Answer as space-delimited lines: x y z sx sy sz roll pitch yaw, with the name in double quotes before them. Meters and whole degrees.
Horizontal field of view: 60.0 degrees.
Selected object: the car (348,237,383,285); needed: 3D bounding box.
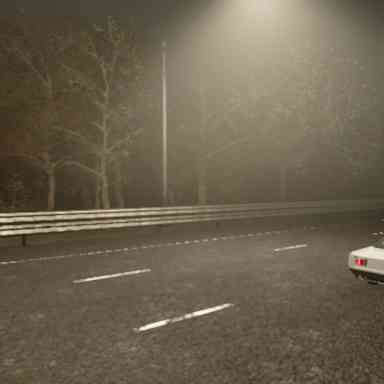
"car" 5.876 1.535 7.978 4.718 1.301 1.895 0 0 -35
